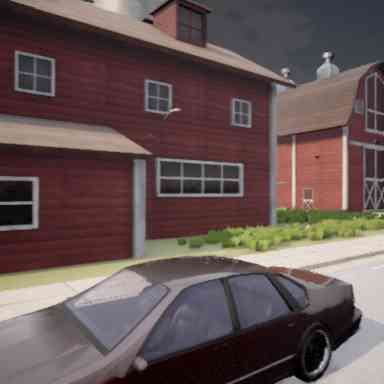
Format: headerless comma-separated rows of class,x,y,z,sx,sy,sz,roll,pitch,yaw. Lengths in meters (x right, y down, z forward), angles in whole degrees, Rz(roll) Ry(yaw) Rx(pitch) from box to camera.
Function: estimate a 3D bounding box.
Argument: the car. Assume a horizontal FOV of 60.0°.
car,-0.115,1.555,3.906,5.357,1.411,2.033,0,0,-36
